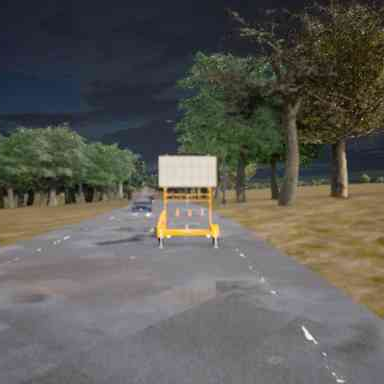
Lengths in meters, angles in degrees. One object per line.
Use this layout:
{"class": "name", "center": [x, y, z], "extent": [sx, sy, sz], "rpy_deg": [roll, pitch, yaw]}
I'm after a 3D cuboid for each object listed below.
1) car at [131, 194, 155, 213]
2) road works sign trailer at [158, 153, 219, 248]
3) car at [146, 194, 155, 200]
{"class": "car", "center": [-4.748, 1.206, 32.483], "extent": [2.033, 1.411, 5.357], "rpy_deg": [0, 0, -4]}
{"class": "road works sign trailer", "center": [-0.174, 0.237, 13.498], "extent": [2.380, 3.560, 2.880], "rpy_deg": [0, 1, -2]}
{"class": "car", "center": [-9.259, 1.114, 74.088], "extent": [2.033, 1.411, 5.357], "rpy_deg": [0, -1, -8]}
